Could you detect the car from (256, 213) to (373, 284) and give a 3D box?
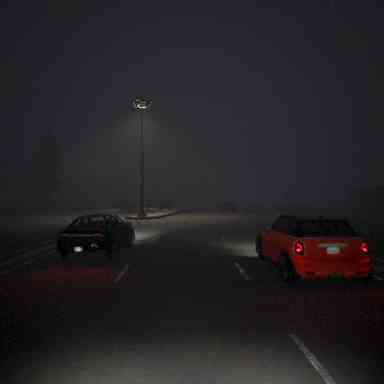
[{"bbox_3d":[3.343,1.432,10.036,2.097,1.767,4.553,0,-1,-1],"label":"car"}]

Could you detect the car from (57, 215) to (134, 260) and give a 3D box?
[{"bbox_3d":[-3.567,1.639,13.072,2.128,1.511,4.902,0,-1,2],"label":"car"}]

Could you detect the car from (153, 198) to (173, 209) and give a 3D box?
[{"bbox_3d":[-4.572,2.080,56.855,1.837,1.490,4.892,0,0,11],"label":"car"}]

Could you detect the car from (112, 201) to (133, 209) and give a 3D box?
[{"bbox_3d":[-11.773,2.212,56.475,1.895,1.301,4.718,0,-1,11],"label":"car"}]

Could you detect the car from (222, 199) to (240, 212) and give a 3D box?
[{"bbox_3d":[5.230,1.946,46.174,1.812,1.442,4.674,0,-1,11],"label":"car"}]

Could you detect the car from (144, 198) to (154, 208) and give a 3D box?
[{"bbox_3d":[-7.257,1.986,61.312,2.097,1.767,4.553,0,-1,11],"label":"car"}]

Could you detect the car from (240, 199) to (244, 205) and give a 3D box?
[{"bbox_3d":[10.834,2.270,75.619,1.895,1.301,4.718,0,-1,11],"label":"car"}]
